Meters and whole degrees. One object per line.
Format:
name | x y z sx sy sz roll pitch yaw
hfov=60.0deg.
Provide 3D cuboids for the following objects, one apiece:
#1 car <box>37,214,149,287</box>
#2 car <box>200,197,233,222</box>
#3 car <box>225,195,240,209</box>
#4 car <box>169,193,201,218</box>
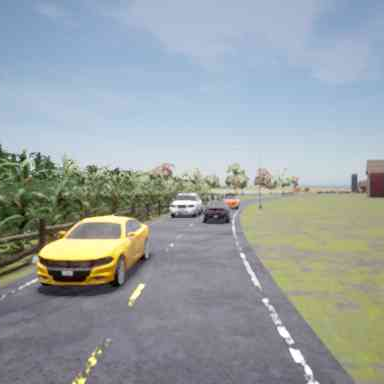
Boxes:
car | -2.487 1.449 9.517 1.882 1.535 5.008 0 0 3
car | 1.973 1.436 25.565 1.837 1.490 4.892 0 1 7
car | 5.013 1.220 42.575 2.097 1.767 4.553 0 0 12
car | -0.456 1.126 29.607 2.150 2.045 5.566 0 0 9
